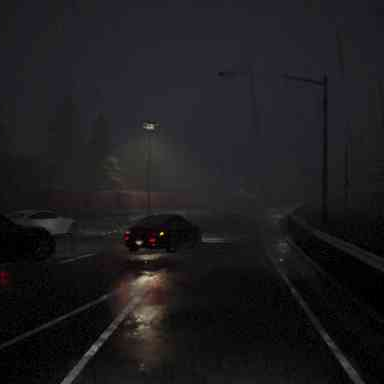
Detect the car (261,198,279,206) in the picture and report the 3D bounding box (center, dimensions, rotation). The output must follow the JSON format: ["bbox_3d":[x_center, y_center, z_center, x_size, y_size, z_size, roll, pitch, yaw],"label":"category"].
[{"bbox_3d":[17.134,2.370,72.640,2.033,1.411,5.357,0,-1,21],"label":"car"}]

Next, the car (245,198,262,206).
[{"bbox_3d":[13.860,2.281,73.874,1.882,1.535,5.008,0,-1,21],"label":"car"}]

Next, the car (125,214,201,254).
[{"bbox_3d":[-1.075,1.636,14.048,1.812,1.442,4.674,0,0,21],"label":"car"}]

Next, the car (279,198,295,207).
[{"bbox_3d":[20.410,2.358,71.407,1.837,1.490,4.892,0,-1,21],"label":"car"}]

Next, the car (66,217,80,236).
[{"bbox_3d":[-7.634,1.581,16.493,1.812,1.442,4.674,0,0,21],"label":"car"}]

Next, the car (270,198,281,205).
[{"bbox_3d":[20.807,2.355,82.392,2.128,1.511,4.902,0,-1,21],"label":"car"}]

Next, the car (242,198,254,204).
[{"bbox_3d":[14.256,2.300,84.859,2.128,1.511,4.902,0,-1,21],"label":"car"}]

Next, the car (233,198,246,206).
[{"bbox_3d":[10.584,2.275,75.108,1.837,1.490,4.892,0,-1,21],"label":"car"}]

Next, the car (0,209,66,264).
[{"bbox_3d":[-6.343,1.365,9.994,2.097,1.767,4.553,0,-1,21],"label":"car"}]

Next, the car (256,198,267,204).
[{"bbox_3d":[17.532,2.302,83.626,1.837,1.490,4.892,0,-1,21],"label":"car"}]
